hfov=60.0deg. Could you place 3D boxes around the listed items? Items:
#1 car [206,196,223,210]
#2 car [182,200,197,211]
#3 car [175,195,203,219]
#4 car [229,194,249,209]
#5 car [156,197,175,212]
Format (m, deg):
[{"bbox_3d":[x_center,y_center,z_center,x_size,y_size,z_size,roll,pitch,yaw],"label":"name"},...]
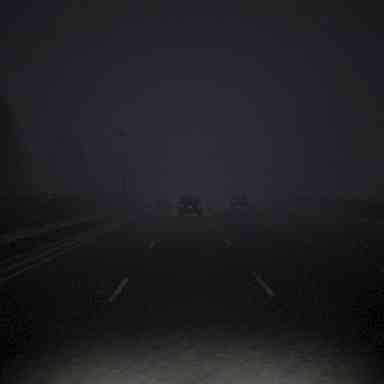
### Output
[{"bbox_3d":[3.103,1.729,48.096,1.812,1.442,4.674,-2,0,0],"label":"car"},{"bbox_3d":[-0.384,1.845,46.895,2.033,1.411,5.357,-2,0,-1],"label":"car"},{"bbox_3d":[-0.151,1.423,31.910,2.150,2.045,5.566,-2,0,-1],"label":"car"},{"bbox_3d":[6.604,1.316,46.719,2.150,2.045,5.566,-2,0,-1],"label":"car"},{"bbox_3d":[-3.879,1.748,46.688,2.097,1.767,4.553,-2,0,-1],"label":"car"}]
